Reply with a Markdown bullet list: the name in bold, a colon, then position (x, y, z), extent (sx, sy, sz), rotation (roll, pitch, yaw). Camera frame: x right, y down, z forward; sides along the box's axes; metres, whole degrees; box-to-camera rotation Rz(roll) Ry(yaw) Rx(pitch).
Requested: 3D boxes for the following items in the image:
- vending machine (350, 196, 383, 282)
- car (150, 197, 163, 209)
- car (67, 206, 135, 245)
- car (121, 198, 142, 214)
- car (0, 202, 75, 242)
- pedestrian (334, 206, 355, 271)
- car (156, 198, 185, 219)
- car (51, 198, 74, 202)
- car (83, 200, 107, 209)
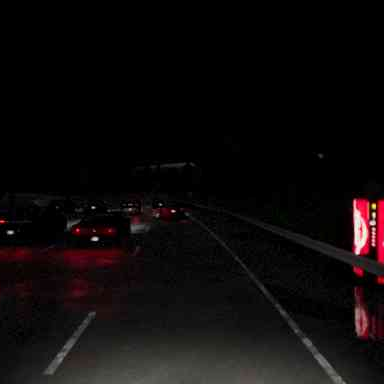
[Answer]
- **vending machine**: position (4.853, 1.166, 8.629), extent (1.100, 2.100, 0.880), rotation (0, 0, -2)
- **car**: position (-4.287, 1.382, 43.184), extent (1.812, 1.442, 4.674), rotation (0, 0, -10)
- **car**: position (-3.999, 1.549, 15.388), extent (1.895, 1.301, 4.718), rotation (0, 0, -4)
- **car**: position (-5.999, 1.381, 32.805), extent (2.128, 1.511, 4.902), rotation (0, 0, -9)
- **car**: position (-7.579, 1.437, 16.037), extent (2.128, 1.511, 4.902), rotation (0, 0, -4)
- **pedestrian**: position (4.289, 1.262, 9.358), extent (0.375, 1.860, 0.375), rotation (0, 0, -2)
- **car**: position (-1.736, 1.470, 27.833), extent (1.994, 1.385, 4.181), rotation (0, 0, -8)
- **car**: position (-13.309, 1.364, 34.218), extent (1.882, 1.535, 5.008), rotation (0, -1, -9)
- **car**: position (-9.618, 1.452, 33.279), extent (1.994, 1.385, 4.181), rotation (0, 0, -9)
